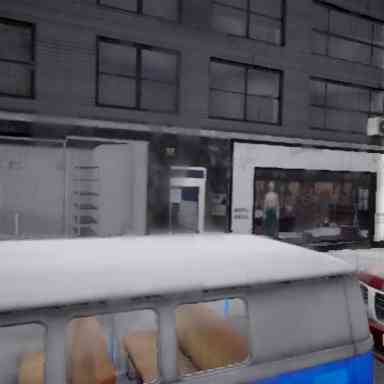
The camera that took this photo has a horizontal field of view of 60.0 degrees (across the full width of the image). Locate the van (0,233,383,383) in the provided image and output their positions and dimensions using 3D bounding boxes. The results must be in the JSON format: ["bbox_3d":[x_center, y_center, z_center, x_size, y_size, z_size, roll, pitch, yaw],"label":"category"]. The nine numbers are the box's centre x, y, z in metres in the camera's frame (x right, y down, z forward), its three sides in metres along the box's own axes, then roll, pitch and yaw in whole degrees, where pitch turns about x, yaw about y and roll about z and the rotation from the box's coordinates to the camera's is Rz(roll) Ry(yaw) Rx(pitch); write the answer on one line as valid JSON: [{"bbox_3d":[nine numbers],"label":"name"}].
[{"bbox_3d":[-0.729,1.225,2.177,3.998,1.788,1.690,1,1,-23],"label":"van"}]
